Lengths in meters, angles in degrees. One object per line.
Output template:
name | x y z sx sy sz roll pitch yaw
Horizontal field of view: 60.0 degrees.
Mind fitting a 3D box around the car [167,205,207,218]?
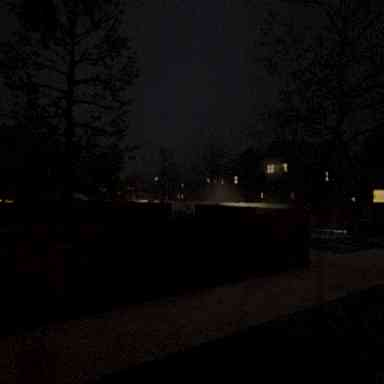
car | -0.455 1.894 30.805 2.033 1.411 5.357 2 -2 -35

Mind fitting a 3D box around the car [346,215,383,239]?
car | 9.871 1.677 15.997 1.812 1.442 4.674 2 -2 -35
